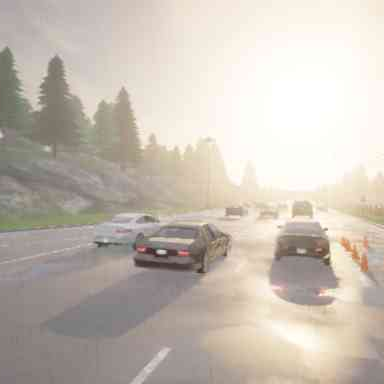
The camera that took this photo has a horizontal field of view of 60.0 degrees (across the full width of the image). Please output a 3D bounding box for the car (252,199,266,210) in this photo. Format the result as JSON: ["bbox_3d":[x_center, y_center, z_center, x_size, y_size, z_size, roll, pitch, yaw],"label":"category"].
[{"bbox_3d":[12.635,2.481,60.330,1.837,1.490,4.892,1,0,18],"label":"car"}]

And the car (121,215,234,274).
[{"bbox_3d":[-0.015,1.671,11.123,2.033,1.411,5.357,1,-1,18],"label":"car"}]

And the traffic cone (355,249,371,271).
[{"bbox_3d":[5.529,2.209,10.667,0.340,0.580,0.340,1,-1,18],"label":"traffic cone"}]

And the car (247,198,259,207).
[{"bbox_3d":[13.800,2.356,75.247,2.097,1.767,4.553,1,-1,18],"label":"car"}]

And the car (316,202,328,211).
[{"bbox_3d":[23.924,2.786,61.337,1.812,1.442,4.674,1,-1,18],"label":"car"}]

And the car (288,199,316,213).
[{"bbox_3d":[12.018,1.917,36.244,2.150,2.045,5.566,1,0,18],"label":"car"}]

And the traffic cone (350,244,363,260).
[{"bbox_3d":[6.159,2.245,12.565,0.340,0.580,0.340,1,-1,18],"label":"traffic cone"}]

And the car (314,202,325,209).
[{"bbox_3d":[27.079,2.814,70.831,2.033,1.411,5.357,1,-1,18],"label":"car"}]

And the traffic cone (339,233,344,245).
[{"bbox_3d":[7.419,2.318,16.361,0.340,0.580,0.340,1,-1,18],"label":"traffic cone"}]

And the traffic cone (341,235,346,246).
[{"bbox_3d":[6.789,2.282,14.463,0.340,0.580,0.340,1,-1,18],"label":"traffic cone"}]

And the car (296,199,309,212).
[{"bbox_3d":[19.608,2.354,59.105,2.150,2.045,5.566,1,0,18],"label":"car"}]

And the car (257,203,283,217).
[{"bbox_3d":[8.975,2.243,38.202,1.895,1.301,4.718,1,-1,18],"label":"car"}]

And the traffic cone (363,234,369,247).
[{"bbox_3d":[8.367,2.338,16.046,0.340,0.580,0.340,1,-1,18],"label":"traffic cone"}]

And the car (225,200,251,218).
[{"bbox_3d":[5.113,2.020,37.671,1.882,1.535,5.008,1,-1,18],"label":"car"}]

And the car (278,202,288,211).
[{"bbox_3d":[16.621,2.575,61.232,2.128,1.511,4.902,1,-1,18],"label":"car"}]

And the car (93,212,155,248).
[{"bbox_3d":[-2.512,1.629,14.705,1.812,1.442,4.674,1,-1,18],"label":"car"}]

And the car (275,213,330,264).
[{"bbox_3d":[4.274,1.774,12.934,1.812,1.442,4.674,1,-1,18],"label":"car"}]

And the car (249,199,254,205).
[{"bbox_3d":[10.520,2.482,65.385,1.837,1.490,4.892,1,-1,18],"label":"car"}]
